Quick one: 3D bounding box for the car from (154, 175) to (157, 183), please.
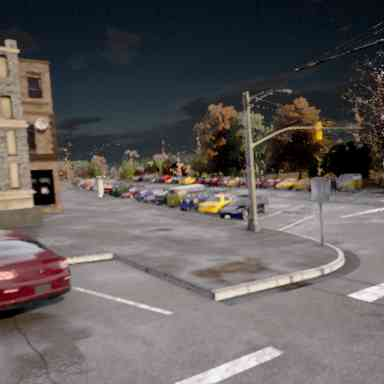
[{"bbox_3d":[-6.344,-3.108,84.778,4.792,1.488,2.163,-7,6,-44],"label":"car"}]

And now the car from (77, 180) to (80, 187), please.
[{"bbox_3d":[-24.437,-1.780,80.821,5.008,1.535,2.097,-9,6,-44],"label":"car"}]

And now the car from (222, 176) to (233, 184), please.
[{"bbox_3d":[7.903,-1.675,55.562,1.946,1.575,5.366,1,5,43],"label":"car"}]

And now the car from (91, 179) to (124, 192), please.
[{"bbox_3d":[-15.609,-0.928,61.678,2.185,1.767,4.553,1,7,44],"label":"car"}]

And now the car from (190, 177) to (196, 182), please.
[{"bbox_3d":[2.485,-2.151,66.028,2.163,1.488,4.792,1,6,44],"label":"car"}]

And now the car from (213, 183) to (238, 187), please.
[{"bbox_3d":[2.355,0.137,37.014,2.033,1.411,5.357,-6,5,-29],"label":"car"}]

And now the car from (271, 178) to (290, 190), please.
[{"bbox_3d":[13.227,-1.149,44.840,1.946,1.575,5.366,1,6,42],"label":"car"}]

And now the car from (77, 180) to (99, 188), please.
[{"bbox_3d":[-26.913,-2.063,86.290,5.008,1.535,2.097,-9,6,-44],"label":"car"}]

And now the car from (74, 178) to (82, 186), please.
[{"bbox_3d":[-25.706,-2.168,83.514,5.566,2.045,2.435,-9,7,-44],"label":"car"}]

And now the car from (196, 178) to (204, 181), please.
[{"bbox_3d":[3.752,-2.013,63.318,2.163,1.488,4.792,2,6,44],"label":"car"}]

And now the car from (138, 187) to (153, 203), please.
[{"bbox_3d":[-3.309,0.405,37.463,2.002,1.452,4.674,1,7,41],"label":"car"}]

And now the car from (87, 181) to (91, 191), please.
[{"bbox_3d":[-16.900,-0.938,64.410,2.231,1.521,4.892,1,7,45],"label":"car"}]

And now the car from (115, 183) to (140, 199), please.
[{"bbox_3d":[-7.556,0.031,45.460,2.002,1.452,4.674,1,7,42],"label":"car"}]

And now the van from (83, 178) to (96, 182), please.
[{"bbox_3d":[-20.639,-1.593,72.672,4.442,1.987,1.878,-9,6,-44],"label":"van"}]

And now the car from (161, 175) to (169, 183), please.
[{"bbox_3d":[-3.990,-2.847,79.261,5.366,1.575,1.946,-7,6,-44],"label":"car"}]

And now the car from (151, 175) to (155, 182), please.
[{"bbox_3d":[-7.537,-3.253,87.531,4.792,1.488,2.163,-7,5,-44],"label":"car"}]

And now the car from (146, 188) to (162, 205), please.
[{"bbox_3d":[-1.877,0.490,34.808,2.231,1.521,4.892,0,6,41],"label":"car"}]

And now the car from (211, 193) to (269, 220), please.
[{"bbox_3d":[3.897,1.009,24.254,2.163,1.488,4.792,0,6,40],"label":"car"}]

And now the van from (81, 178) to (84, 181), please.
[{"bbox_3d":[-23.131,-1.875,78.150,4.442,1.987,1.878,-9,6,-44],"label":"van"}]

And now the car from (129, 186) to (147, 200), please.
[{"bbox_3d":[-4.748,0.282,40.121,2.002,1.452,4.674,0,6,42],"label":"car"}]

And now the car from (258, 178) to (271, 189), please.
[{"bbox_3d":[11.930,-1.242,47.582,2.002,1.452,4.674,1,5,42],"label":"car"}]

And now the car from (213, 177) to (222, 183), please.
[{"bbox_3d":[6.445,-1.912,58.067,2.185,1.767,4.553,2,6,43],"label":"car"}]

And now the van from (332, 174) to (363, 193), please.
[{"bbox_3d":[17.596,-1.020,37.129,1.878,1.987,4.442,1,6,41],"label":"van"}]

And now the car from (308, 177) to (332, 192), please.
[{"bbox_3d":[16.190,-1.044,39.775,2.185,1.767,4.553,1,5,41],"label":"car"}]

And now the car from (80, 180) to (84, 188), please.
[{"bbox_3d":[-21.968,-1.464,75.325,4.792,1.488,2.163,-9,7,-44],"label":"car"}]

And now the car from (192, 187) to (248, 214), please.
[{"bbox_3d":[2.683,0.820,27.058,1.946,1.575,5.366,0,6,40],"label":"car"}]

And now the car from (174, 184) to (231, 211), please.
[{"bbox_3d":[1.040,0.605,29.506,2.185,1.767,4.553,0,6,40],"label":"car"}]

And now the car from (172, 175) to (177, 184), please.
[{"bbox_3d":[-1.395,-2.706,73.984,4.553,1.767,2.185,-7,6,-45],"label":"car"}]

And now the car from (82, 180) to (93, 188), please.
[{"bbox_3d":[-19.577,-1.198,69.736,5.366,1.575,1.946,-9,7,-44],"label":"car"}]

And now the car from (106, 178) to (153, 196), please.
[{"bbox_3d":[-8.949,-0.390,48.144,2.435,2.045,5.566,0,6,43],"label":"car"}]

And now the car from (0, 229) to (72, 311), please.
[{"bbox_3d":[-4.462,1.528,7.098,4.674,1.452,2.002,-1,-1,35],"label":"car"}]

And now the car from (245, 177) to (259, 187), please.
[{"bbox_3d":[10.529,-1.365,50.188,2.002,1.452,4.674,1,5,42],"label":"car"}]

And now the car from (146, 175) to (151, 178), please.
[{"bbox_3d":[-8.917,-3.408,90.081,5.366,1.575,1.946,-7,6,-44],"label":"car"}]

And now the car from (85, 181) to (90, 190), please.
[{"bbox_3d":[-18.196,-1.075,67.134,2.097,1.535,5.008,0,6,45],"label":"car"}]

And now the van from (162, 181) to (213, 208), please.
[{"bbox_3d":[-0.351,0.371,32.241,1.878,1.987,4.442,0,6,41],"label":"van"}]

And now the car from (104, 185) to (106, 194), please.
[{"bbox_3d":[-10.321,-0.266,50.831,2.097,1.535,5.008,0,6,43],"label":"car"}]

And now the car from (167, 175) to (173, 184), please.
[{"bbox_3d":[-2.624,-2.719,76.699,4.892,1.521,2.231,-7,6,-44],"label":"car"}]

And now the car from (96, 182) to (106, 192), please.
[{"bbox_3d":[-12.994,-0.531,56.238,2.097,1.535,5.008,1,7,44],"label":"car"}]

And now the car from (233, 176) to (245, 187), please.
[{"bbox_3d":[9.119,-1.653,52.771,2.185,1.767,4.553,1,5,43],"label":"car"}]

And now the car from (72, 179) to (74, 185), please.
[{"bbox_3d":[-28.181,-2.451,88.981,5.566,2.045,2.435,-9,7,-44],"label":"car"}]

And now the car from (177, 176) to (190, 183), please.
[{"bbox_3d":[-0.111,-2.446,71.331,2.097,1.535,5.008,1,6,45],"label":"car"}]

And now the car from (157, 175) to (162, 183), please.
[{"bbox_3d":[-5.091,-3.252,82.097,5.566,2.045,2.435,-7,6,-44],"label":"car"}]

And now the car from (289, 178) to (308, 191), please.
[{"bbox_3d":[14.896,-1.059,42.529,1.946,1.575,5.366,1,5,41],"label":"car"}]

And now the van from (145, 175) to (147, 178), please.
[{"bbox_3d":[-10.104,-3.776,92.820,4.442,1.987,1.878,-7,6,-44],"label":"van"}]

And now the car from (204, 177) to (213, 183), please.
[{"bbox_3d":[5.083,-1.914,60.693,2.097,1.535,5.008,1,5,44],"label":"car"}]
